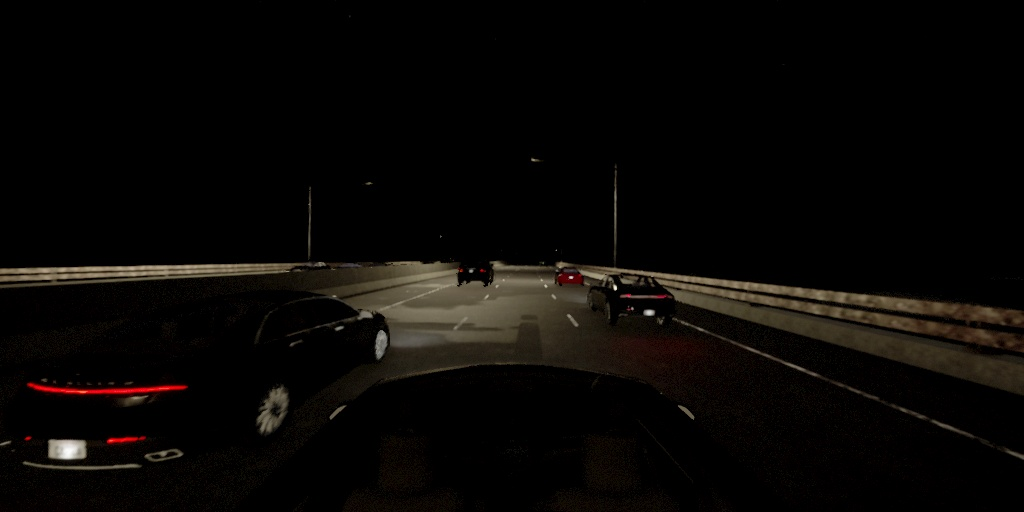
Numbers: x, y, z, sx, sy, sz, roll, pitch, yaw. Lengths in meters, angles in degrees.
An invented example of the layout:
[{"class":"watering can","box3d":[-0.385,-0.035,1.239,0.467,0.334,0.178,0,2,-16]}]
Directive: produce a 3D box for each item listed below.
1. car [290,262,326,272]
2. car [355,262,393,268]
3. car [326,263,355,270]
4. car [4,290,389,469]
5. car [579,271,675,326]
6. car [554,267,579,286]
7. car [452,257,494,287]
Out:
[{"class":"car","box3d":[-19.982,1.313,35.756,2.128,1.511,4.902,1,0,2]},{"class":"car","box3d":[-13.006,1.362,35.106,1.882,1.535,5.008,1,0,3]},{"class":"car","box3d":[-16.449,1.426,36.396,1.994,1.385,4.181,1,0,3]},{"class":"car","box3d":[-3.382,1.250,5.210,1.837,1.490,4.892,1,0,2]},{"class":"car","box3d":[3.843,1.358,12.236,2.128,1.511,4.902,1,0,2]},{"class":"car","box3d":[4.407,1.559,28.187,1.994,1.385,4.181,1,0,2]},{"class":"car","box3d":[-2.648,1.138,26.855,2.150,2.045,5.566,1,0,2]}]
